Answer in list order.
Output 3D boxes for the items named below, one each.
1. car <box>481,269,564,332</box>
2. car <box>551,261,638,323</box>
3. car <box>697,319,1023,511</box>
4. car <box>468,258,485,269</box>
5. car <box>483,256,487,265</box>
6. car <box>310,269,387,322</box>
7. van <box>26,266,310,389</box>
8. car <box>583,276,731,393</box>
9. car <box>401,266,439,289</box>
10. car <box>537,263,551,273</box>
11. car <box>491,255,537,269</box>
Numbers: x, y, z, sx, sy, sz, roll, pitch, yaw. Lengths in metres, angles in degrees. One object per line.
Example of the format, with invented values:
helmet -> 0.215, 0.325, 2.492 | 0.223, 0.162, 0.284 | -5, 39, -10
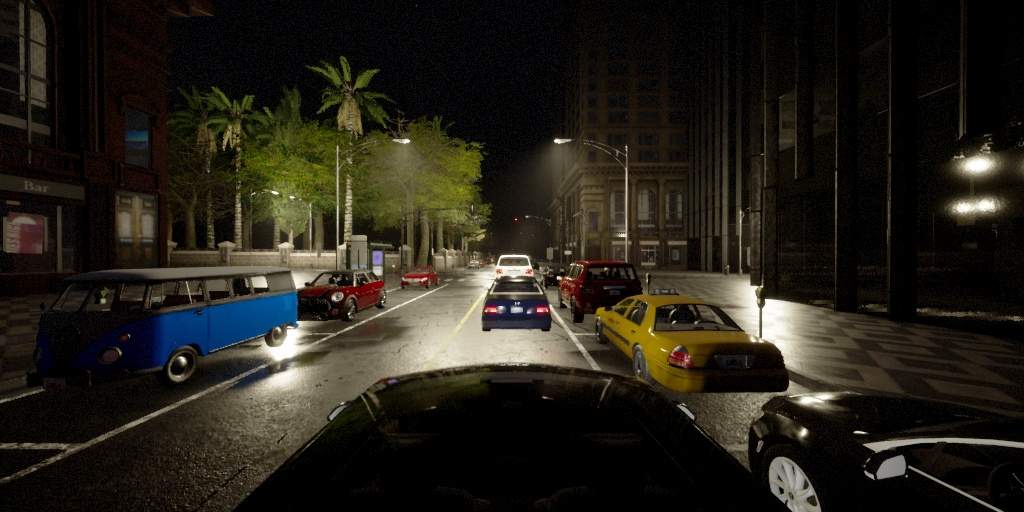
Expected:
car -> 0.106, 1.296, 10.837 | 2.033, 1.411, 5.357 | 0, 0, 0
car -> 2.767, 1.063, 12.016 | 2.192, 1.841, 5.009 | 0, 0, 0
car -> 2.762, 1.300, 1.165 | 2.007, 1.370, 4.403 | 0, 0, 0
car -> -5.739, 1.275, 54.748 | 2.007, 1.370, 4.403 | 0, 0, 0
car -> -5.737, 1.160, 60.168 | 1.967, 1.591, 4.097 | 0, 0, 0
car -> -5.759, 1.188, 12.036 | 1.967, 1.591, 4.097 | 0, 0, 0
van -> -5.761, 1.090, 6.609 | 1.690, 1.789, 3.998 | 0, 0, 0
car -> 2.764, 1.275, 6.761 | 1.751, 1.417, 4.829 | 0, 0, 0
car -> -5.754, 1.327, 22.888 | 1.802, 1.307, 4.207 | 0, 0, 0
car -> 2.772, 1.311, 22.867 | 1.948, 1.339, 4.313 | 0, 0, 0
car -> 0.109, 0.968, 21.408 | 2.150, 2.045, 5.566 | 0, 0, 0
